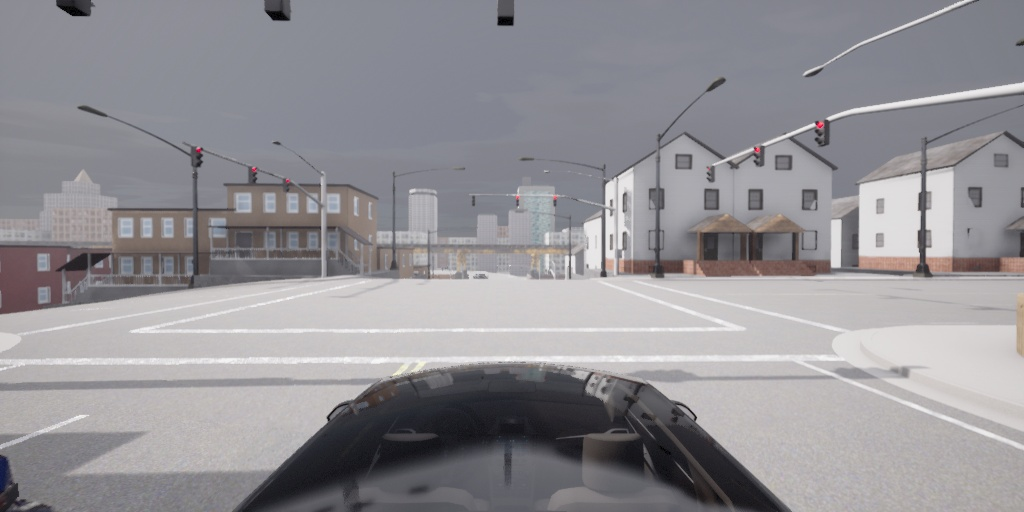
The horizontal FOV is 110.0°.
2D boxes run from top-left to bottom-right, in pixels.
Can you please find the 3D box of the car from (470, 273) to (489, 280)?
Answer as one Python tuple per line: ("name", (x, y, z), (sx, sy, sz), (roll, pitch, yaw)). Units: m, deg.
("car", (-3.422, 2.517, 38.408), (1.994, 1.385, 4.181), (0, -7, -2))
